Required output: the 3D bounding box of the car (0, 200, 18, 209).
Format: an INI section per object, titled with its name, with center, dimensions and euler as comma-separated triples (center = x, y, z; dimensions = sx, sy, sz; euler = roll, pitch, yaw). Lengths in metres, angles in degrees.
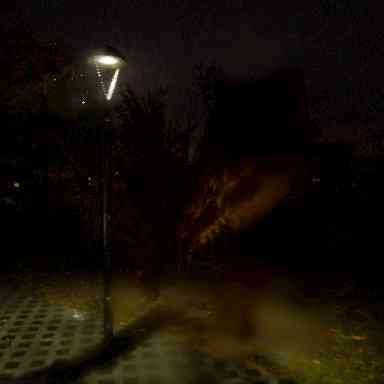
[car]
center = -27.788, 1.808, 47.671
dimensions = 5.008, 1.535, 1.882
euler = -1, 0, -19
